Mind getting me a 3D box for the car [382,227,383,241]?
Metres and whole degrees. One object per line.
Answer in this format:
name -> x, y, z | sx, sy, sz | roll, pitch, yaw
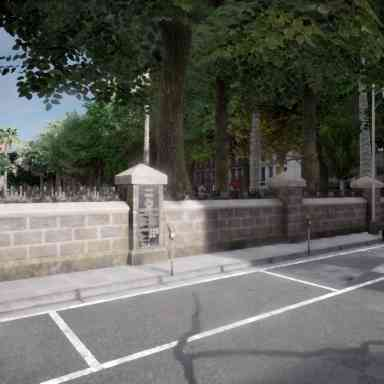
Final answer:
car -> 9.756, 1.310, 13.500 | 5.009, 1.841, 2.192 | 0, 0, -36
